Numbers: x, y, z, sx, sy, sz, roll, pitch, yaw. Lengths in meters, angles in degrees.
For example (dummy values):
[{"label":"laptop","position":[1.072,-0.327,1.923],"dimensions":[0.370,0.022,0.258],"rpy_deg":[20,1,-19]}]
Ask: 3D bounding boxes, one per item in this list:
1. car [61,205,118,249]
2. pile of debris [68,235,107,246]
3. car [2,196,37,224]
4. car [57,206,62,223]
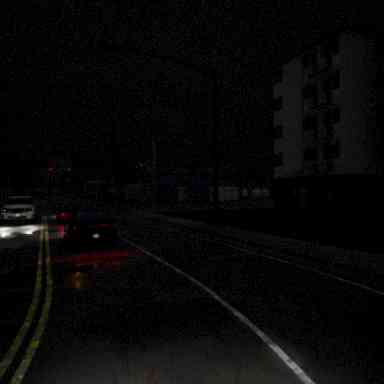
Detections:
[{"label":"car","position":[-4.643,1.518,14.955],"dimensions":[1.882,1.535,5.008],"rpy_deg":[0,0,-24]},{"label":"pile of debris","position":[-4.848,2.218,15.279],"dimensions":[1.500,0.140,1.860],"rpy_deg":[0,0,-24]},{"label":"car","position":[-13.591,1.324,26.387],"dimensions":[2.150,2.045,5.566],"rpy_deg":[0,0,-24]},{"label":"car","position":[-9.762,1.684,26.623],"dimensions":[1.895,1.301,4.718],"rpy_deg":[0,0,-24]}]
